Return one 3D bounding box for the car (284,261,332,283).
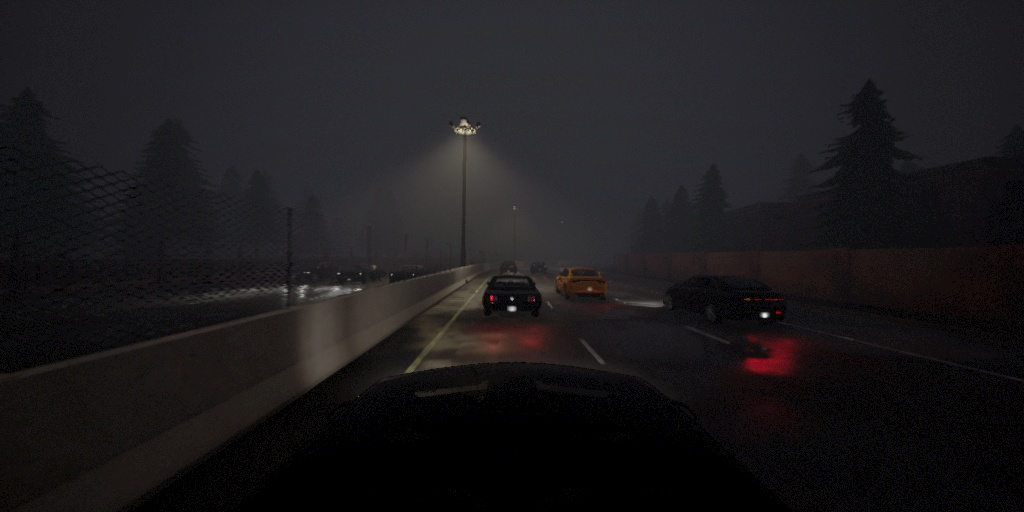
[{"bbox_3d":[-14.317,1.098,25.926,2.128,1.511,4.902,1,0,-1],"label":"car"}]

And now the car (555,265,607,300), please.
[{"bbox_3d":[3.404,1.310,18.321,1.882,1.535,5.008,1,0,-1],"label":"car"}]

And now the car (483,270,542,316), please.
[{"bbox_3d":[-0.024,1.374,13.522,1.895,1.301,4.718,1,0,-1],"label":"car"}]

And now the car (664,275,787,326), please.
[{"bbox_3d":[6.996,1.378,12.386,1.837,1.490,4.892,1,0,-1],"label":"car"}]

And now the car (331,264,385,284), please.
[{"bbox_3d":[-10.819,1.258,25.955,1.895,1.301,4.718,1,0,-1],"label":"car"}]

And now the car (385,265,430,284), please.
[{"bbox_3d":[-7.320,1.326,26.009,1.895,1.301,4.718,1,0,-1],"label":"car"}]

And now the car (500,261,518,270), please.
[{"bbox_3d":[-0.334,1.331,41.412,1.837,1.490,4.892,0,0,1],"label":"car"}]

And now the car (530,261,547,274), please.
[{"bbox_3d":[3.213,1.371,42.951,2.128,1.511,4.902,1,0,2],"label":"car"}]
